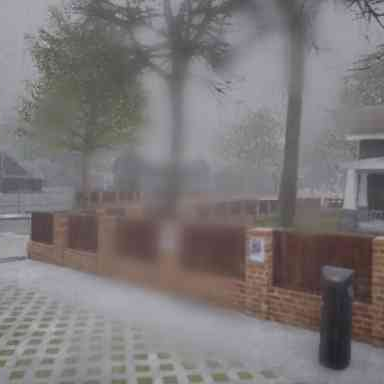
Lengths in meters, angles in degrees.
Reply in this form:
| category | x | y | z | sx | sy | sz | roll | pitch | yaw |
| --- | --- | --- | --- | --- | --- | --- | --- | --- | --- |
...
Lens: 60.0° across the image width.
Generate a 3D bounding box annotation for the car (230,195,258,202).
| category | x | y | z | sx | sy | sz | roll | pitch | yaw |
| --- | --- | --- | --- | --- | --- | --- | --- | --- | --- |
| car | 6.890 | 1.057 | 43.728 | 1.895 | 1.301 | 4.718 | 3 | 2 | 36 |
